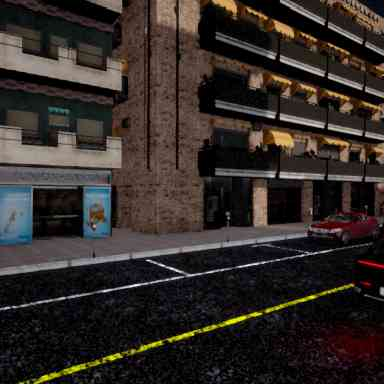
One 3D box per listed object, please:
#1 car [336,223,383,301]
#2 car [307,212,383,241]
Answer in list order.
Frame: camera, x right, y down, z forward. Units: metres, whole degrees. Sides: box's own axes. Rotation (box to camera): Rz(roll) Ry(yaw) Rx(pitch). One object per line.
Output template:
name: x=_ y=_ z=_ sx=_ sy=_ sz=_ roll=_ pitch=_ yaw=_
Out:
car: x=5.380 y=1.505 z=7.150 sx=4.892 sy=1.490 sz=1.837 roll=0 pitch=0 yaw=-35
car: x=7.172 y=1.583 z=15.538 sx=4.206 sy=1.307 sz=1.802 roll=0 pitch=0 yaw=-35
